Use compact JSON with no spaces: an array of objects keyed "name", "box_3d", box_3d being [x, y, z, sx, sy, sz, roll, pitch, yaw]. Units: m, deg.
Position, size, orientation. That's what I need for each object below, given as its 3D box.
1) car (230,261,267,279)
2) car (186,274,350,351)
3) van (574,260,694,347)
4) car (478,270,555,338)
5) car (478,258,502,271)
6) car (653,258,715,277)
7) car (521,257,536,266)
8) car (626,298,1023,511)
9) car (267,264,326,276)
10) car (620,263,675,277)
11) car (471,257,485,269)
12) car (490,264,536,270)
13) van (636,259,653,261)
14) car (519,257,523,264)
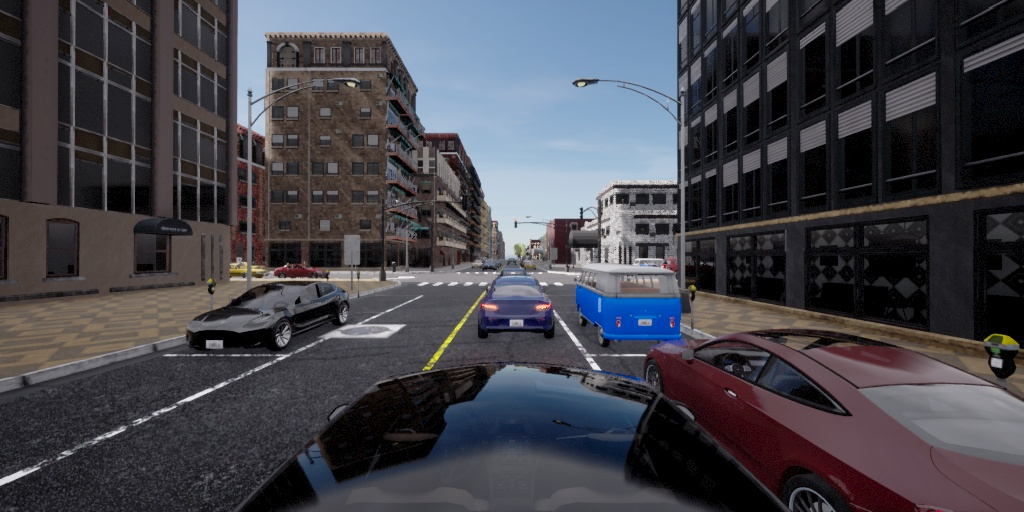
[{"name":"car","box_3d":[-22.963,1.216,29.801,4.829,1.417,1.751,0,0,0]},{"name":"car","box_3d":[-5.691,1.317,9.035,1.948,1.339,4.313,0,0,0]},{"name":"van","box_3d":[2.656,1.092,9.010,1.690,1.789,3.998,0,0,0]},{"name":"car","box_3d":[0.100,1.277,10.010,1.812,1.442,4.674,0,0,0]},{"name":"car","box_3d":[-3.067,1.329,50.642,2.033,1.411,5.357,0,0,3]},{"name":"car","box_3d":[14.916,1.108,29.896,5.009,1.841,2.192,0,0,0]},{"name":"car","box_3d":[2.684,1.311,53.967,1.751,1.417,4.829,0,0,0]},{"name":"car","box_3d":[2.657,1.332,3.321,1.802,1.307,4.207,0,0,0]},{"name":"car","box_3d":[-17.471,1.284,29.815,4.207,1.307,1.802,0,0,0]},{"name":"car","box_3d":[13.398,1.418,35.706,4.718,1.301,1.895,0,0,1]},{"name":"car","box_3d":[-5.698,1.318,59.164,1.751,1.417,4.829,0,0,0]},{"name":"car","box_3d":[0.090,1.318,18.462,1.994,1.385,4.181,0,0,0]},{"name":"van","box_3d":[14.893,1.175,38.276,3.998,1.789,1.690,0,0,0]},{"name":"car","box_3d":[2.683,1.382,64.875,1.802,1.307,4.207,0,0,0]}]
